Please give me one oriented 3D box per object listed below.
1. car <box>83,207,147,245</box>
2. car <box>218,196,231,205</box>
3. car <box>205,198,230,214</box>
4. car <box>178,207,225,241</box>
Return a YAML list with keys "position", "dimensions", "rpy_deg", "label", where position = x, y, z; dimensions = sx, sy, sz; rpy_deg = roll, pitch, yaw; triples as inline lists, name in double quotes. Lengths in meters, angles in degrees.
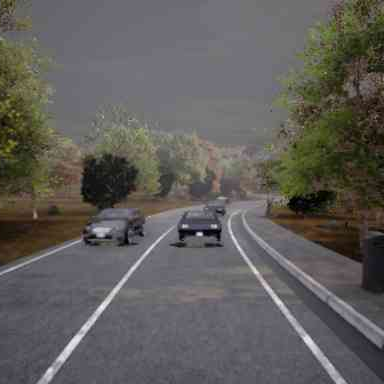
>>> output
- position: [-3.293, 1.426, 15.003]
  dimensions: [2.128, 1.511, 4.902]
  rpy_deg: [0, -1, 4]
  label: "car"
- position: [5.149, 1.482, 56.254]
  dimensions: [1.812, 1.442, 4.674]
  rpy_deg: [2, 1, 21]
  label: "car"
- position: [2.347, 1.595, 32.396]
  dimensions: [1.895, 1.301, 4.718]
  rpy_deg: [1, 0, 10]
  label: "car"
- position: [0.421, 1.538, 16.087]
  dimensions: [1.895, 1.301, 4.718]
  rpy_deg: [0, -2, 2]
  label: "car"
